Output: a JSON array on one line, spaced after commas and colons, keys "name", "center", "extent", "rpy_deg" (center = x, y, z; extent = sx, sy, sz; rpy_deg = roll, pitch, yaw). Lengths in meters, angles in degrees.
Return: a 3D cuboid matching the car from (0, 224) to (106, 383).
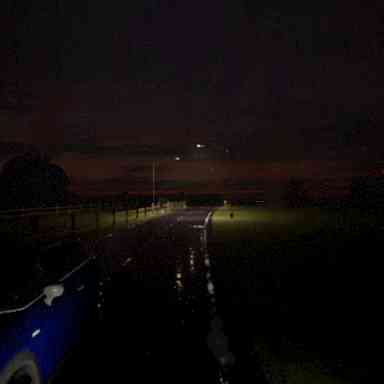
[{"name": "car", "center": [-2.547, 1.407, 4.147], "extent": [2.097, 1.767, 4.553], "rpy_deg": [0, -1, -2]}]
